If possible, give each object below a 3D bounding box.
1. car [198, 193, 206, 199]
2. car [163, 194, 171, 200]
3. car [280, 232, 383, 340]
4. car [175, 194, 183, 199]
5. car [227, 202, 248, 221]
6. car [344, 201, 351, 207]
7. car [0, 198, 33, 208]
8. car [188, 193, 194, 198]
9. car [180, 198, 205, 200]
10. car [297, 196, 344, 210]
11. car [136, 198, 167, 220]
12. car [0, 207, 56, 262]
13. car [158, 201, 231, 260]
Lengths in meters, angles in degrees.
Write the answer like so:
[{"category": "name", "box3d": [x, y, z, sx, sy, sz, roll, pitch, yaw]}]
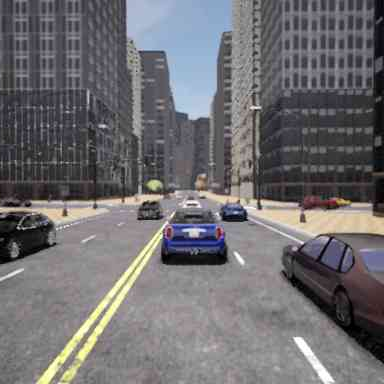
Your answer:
[{"category": "car", "box3d": [2.963, 1.367, 91.596, 1.895, 1.301, 4.718, 0, 0, 0]}, {"category": "car", "box3d": [-6.788, 1.307, 91.352, 1.882, 1.535, 5.008, 0, 0, 0]}, {"category": "car", "box3d": [3.332, 1.536, 6.739, 2.033, 1.411, 5.357, 0, 0, 0]}, {"category": "car", "box3d": [-3.538, 1.349, 91.362, 1.812, 1.442, 4.674, 0, 0, 0]}, {"category": "car", "box3d": [3.272, 1.520, 27.011, 1.994, 1.385, 4.181, 0, 0, 0]}, {"category": "car", "box3d": [21.653, 1.557, 50.791, 4.829, 1.417, 1.752, 0, 1, 1]}, {"category": "car", "box3d": [-22.857, 1.399, 42.891, 4.313, 1.339, 1.947, 0, 0, 1]}, {"category": "car", "box3d": [-0.286, 1.299, 91.141, 2.033, 1.411, 5.357, 0, 0, 0]}, {"category": "car", "box3d": [0.015, 1.483, 28.387, 1.812, 1.442, 4.674, 0, 0, 0]}, {"category": "car", "box3d": [16.071, 1.449, 42.487, 5.009, 1.841, 2.192, 0, 0, 1]}, {"category": "car", "box3d": [-3.396, 1.470, 27.614, 1.837, 1.490, 4.892, 0, -1, 0]}, {"category": "car", "box3d": [-6.632, 1.499, 12.192, 1.837, 1.490, 4.892, 0, 0, 0]}, {"category": "car", "box3d": [0.063, 1.336, 12.492, 2.097, 1.767, 4.553, 0, 0, 0]}]
